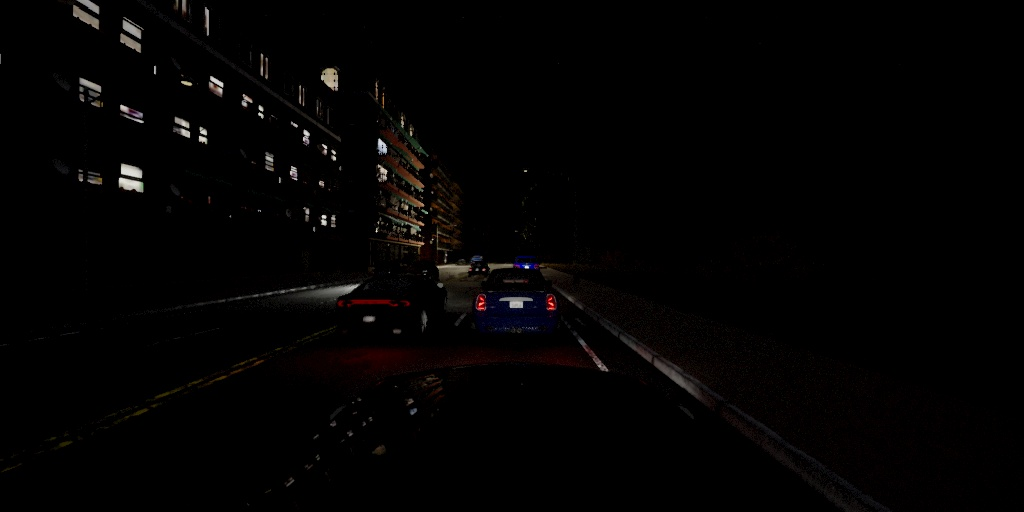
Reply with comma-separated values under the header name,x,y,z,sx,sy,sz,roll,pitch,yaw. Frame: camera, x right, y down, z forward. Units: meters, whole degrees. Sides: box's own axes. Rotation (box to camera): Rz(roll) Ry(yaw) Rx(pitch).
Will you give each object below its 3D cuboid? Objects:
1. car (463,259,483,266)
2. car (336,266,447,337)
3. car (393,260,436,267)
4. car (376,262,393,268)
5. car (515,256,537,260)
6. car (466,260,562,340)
name,x,y,z,sx,sy,sz,roll,pitch,yaw
car,-3.148,1.301,34.937,2.033,1.411,5.357,0,0,0
car,-3.153,1.229,10.372,1.882,1.535,5.008,0,0,0
car,-6.603,1.105,25.771,2.097,1.767,4.553,0,0,0
car,-9.853,1.245,29.383,2.128,1.511,4.902,0,0,0
car,1.135,0.979,30.053,2.150,2.045,5.566,0,0,0
car,0.097,1.103,10.099,2.097,1.767,4.553,0,0,0
